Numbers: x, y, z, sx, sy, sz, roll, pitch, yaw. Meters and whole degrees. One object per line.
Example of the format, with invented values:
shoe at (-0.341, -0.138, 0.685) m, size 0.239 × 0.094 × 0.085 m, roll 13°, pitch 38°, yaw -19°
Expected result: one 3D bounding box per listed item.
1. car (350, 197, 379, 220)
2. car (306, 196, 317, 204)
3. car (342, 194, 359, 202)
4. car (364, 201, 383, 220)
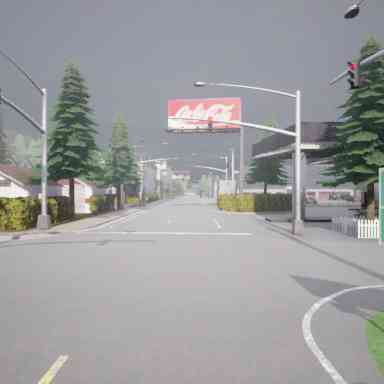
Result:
car at (14.385, 1.504, 24.887) m, size 3.866 × 1.878 × 1.905 m, roll 0°, pitch 0°, yaw 0°
car at (22.544, 1.552, 63.948) m, size 1.970 × 1.475 × 3.806 m, roll 0°, pitch 0°, yaw 0°
car at (34.953, 1.489, 71.732) m, size 2.007 × 1.523 × 4.514 m, roll 0°, pitch 0°, yaw 0°
car at (18.715, 1.672, 30.554) m, size 4.611 × 1.667 × 2.242 m, roll 0°, pitch 0°, yaw 0°
